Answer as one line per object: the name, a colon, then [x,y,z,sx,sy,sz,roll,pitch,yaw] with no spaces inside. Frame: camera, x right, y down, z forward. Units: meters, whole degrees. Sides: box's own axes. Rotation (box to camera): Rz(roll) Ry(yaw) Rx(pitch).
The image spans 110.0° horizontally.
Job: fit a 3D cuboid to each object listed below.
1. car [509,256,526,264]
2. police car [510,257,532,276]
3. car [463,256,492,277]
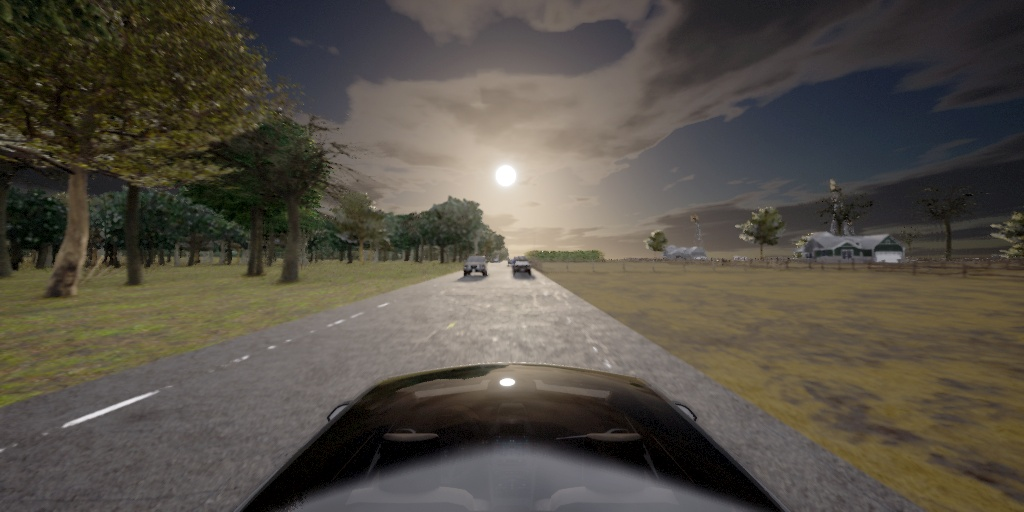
car: [1.053,0.981,48.366,2.150,2.045,5.566,0,0,0]
police car: [1.052,1.186,38.433,1.930,1.638,5.238,0,0,0]
car: [-3.577,0.982,36.347,2.150,2.045,5.566,0,0,0]
